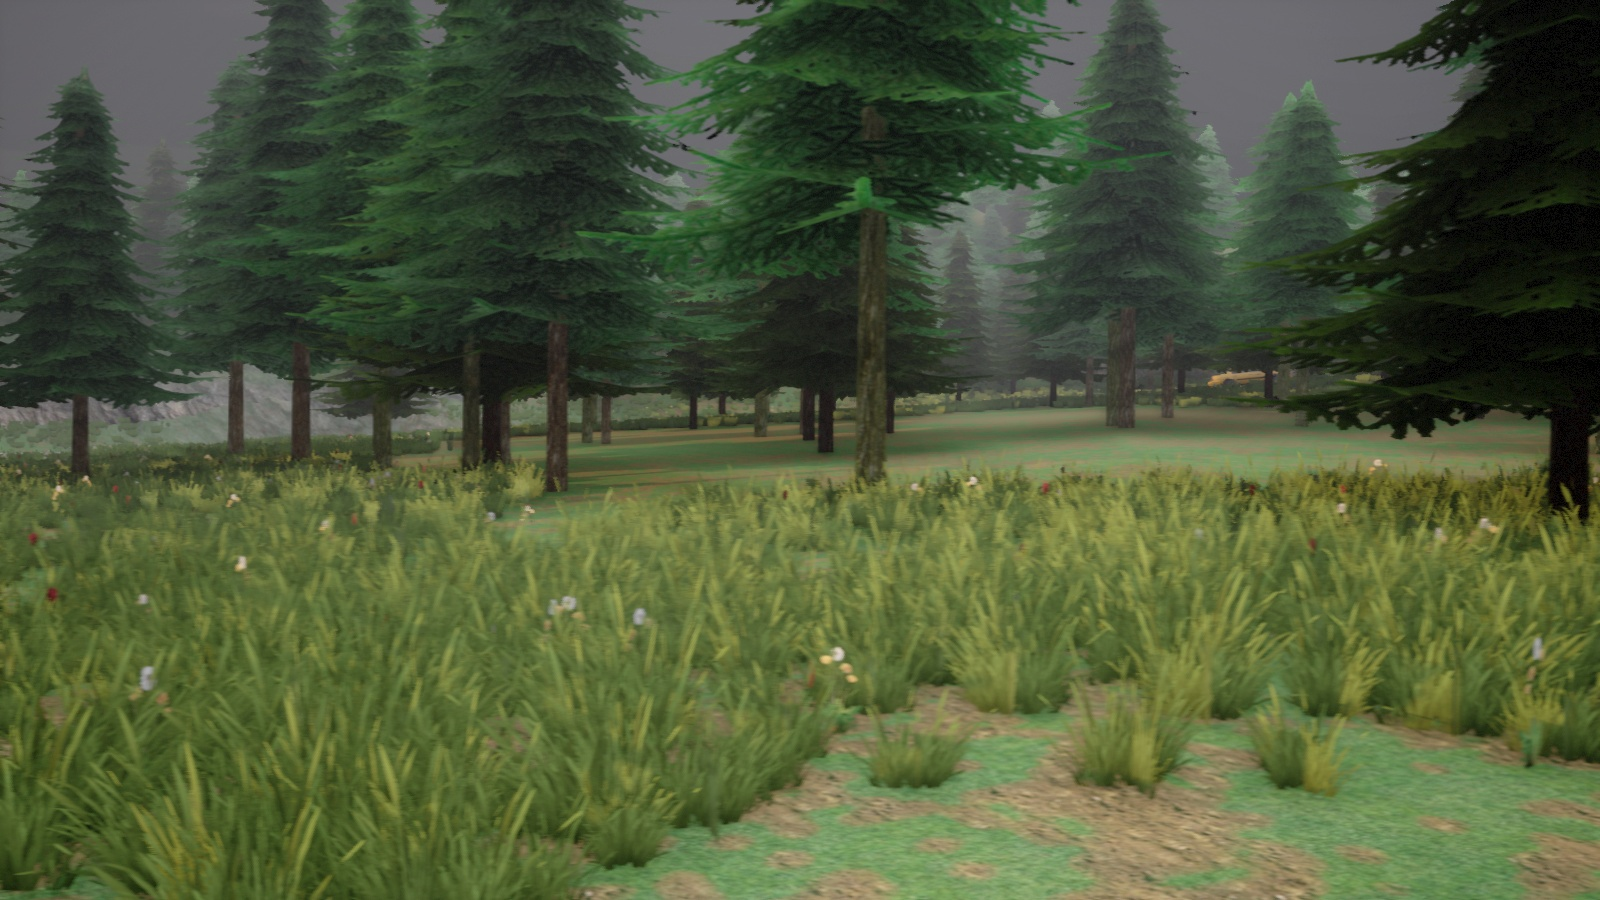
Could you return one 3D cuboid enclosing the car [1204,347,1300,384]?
[{"bbox_3d":[28.374,-5.297,78.879,5.366,1.575,1.801,-6,-2,29],"label":"car"}]
